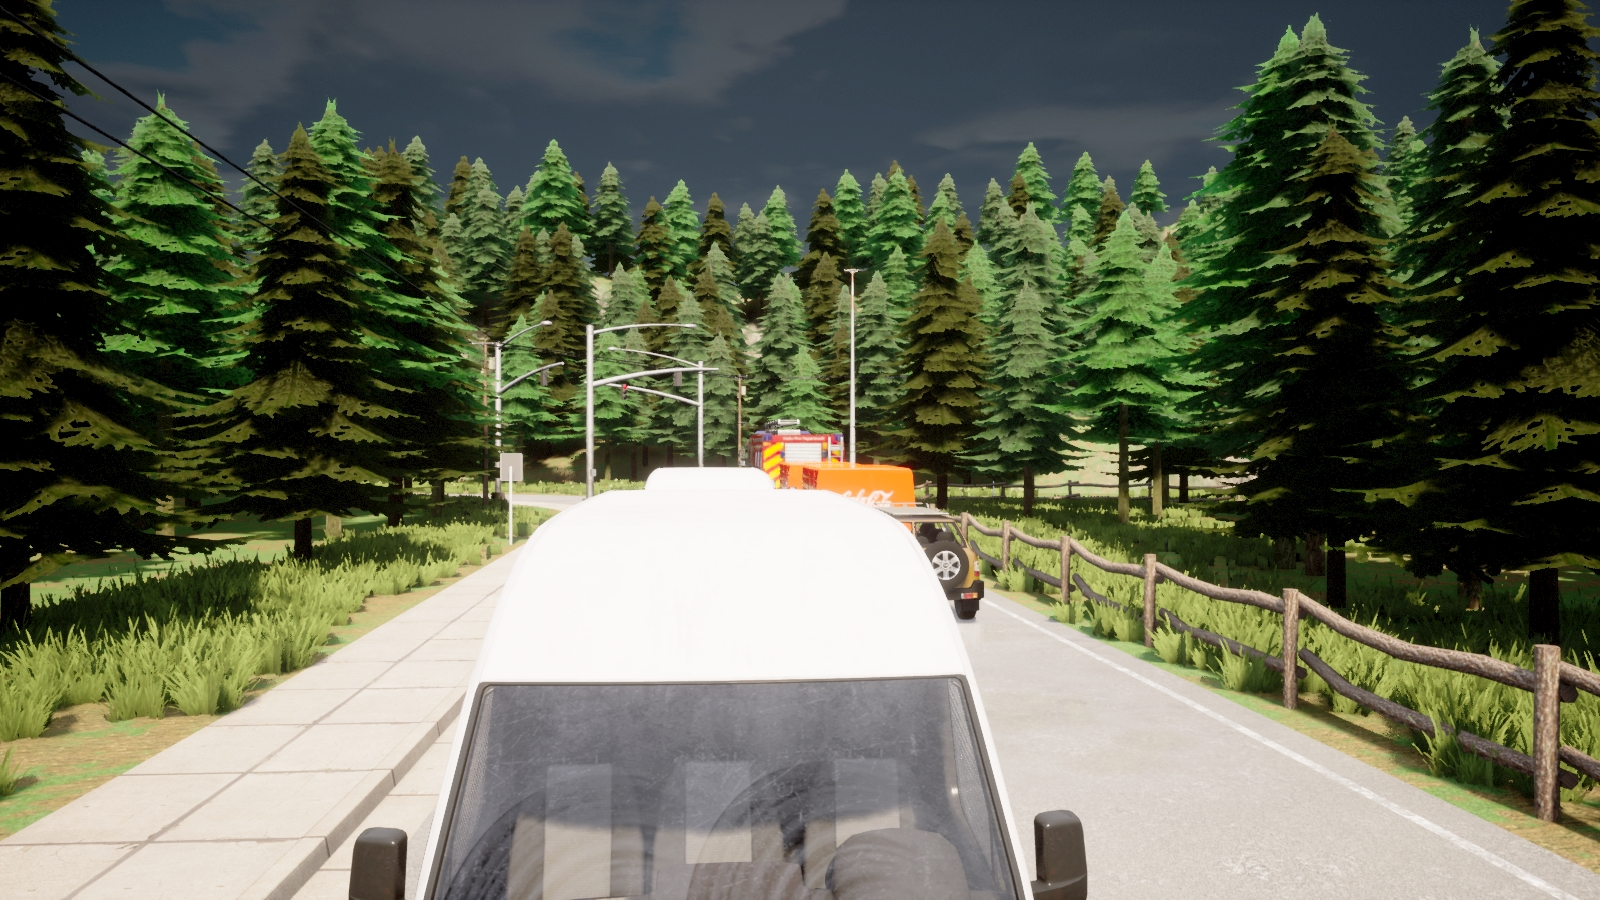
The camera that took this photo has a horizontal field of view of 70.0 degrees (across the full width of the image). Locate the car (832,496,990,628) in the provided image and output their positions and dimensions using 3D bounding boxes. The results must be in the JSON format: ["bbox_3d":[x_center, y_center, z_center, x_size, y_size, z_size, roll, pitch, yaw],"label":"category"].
[{"bbox_3d":[1.806,1.837,20.136,1.932,1.855,4.605,0,0,-5],"label":"car"}]

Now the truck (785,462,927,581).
[{"bbox_3d":[1.157,1.541,26.866,2.627,2.467,5.204,0,0,-5],"label":"truck"}]

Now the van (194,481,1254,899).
[{"bbox_3d":[-0.340,1.499,5.097,1.988,2.561,5.915,0,0,-5],"label":"van"}]

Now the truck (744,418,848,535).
[{"bbox_3d":[-0.330,0.864,41.732,2.891,3.827,8.468,0,0,-6],"label":"truck"}]
